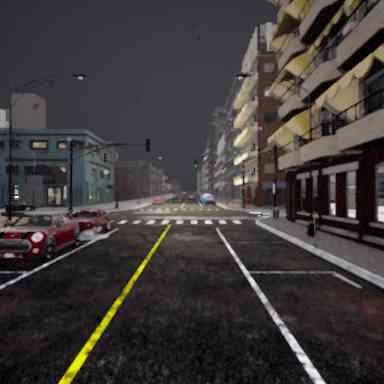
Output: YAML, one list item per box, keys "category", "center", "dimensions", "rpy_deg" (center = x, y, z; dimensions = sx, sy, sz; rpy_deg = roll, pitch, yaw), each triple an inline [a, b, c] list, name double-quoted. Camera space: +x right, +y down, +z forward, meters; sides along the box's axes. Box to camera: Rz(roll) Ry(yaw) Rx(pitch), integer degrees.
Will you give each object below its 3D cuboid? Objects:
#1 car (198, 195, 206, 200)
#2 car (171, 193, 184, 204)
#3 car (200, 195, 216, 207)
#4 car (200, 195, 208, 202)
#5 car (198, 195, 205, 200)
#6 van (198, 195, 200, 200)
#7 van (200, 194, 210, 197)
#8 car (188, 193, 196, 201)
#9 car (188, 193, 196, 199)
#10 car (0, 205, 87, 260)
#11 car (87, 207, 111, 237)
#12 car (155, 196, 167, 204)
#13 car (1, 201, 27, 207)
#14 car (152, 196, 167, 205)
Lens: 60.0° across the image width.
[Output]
- category: "car"
  center: [2.727, 1.469, 89.505]
  dimensions: [1.947, 1.339, 4.313]
  rpy_deg: [1, 0, 0]
- category: "car"
  center: [-3.003, 1.450, 64.369]
  dimensions: [1.837, 1.490, 4.892]
  rpy_deg: [0, 0, 1]
- category: "car"
  center: [2.716, 1.516, 50.440]
  dimensions: [2.008, 1.369, 4.403]
  rpy_deg: [1, 0, 0]
- category: "car"
  center: [2.724, 1.449, 78.513]
  dimensions: [1.752, 1.417, 4.829]
  rpy_deg: [1, 0, 0]
- category: "car"
  center: [2.729, 1.456, 95.086]
  dimensions: [1.947, 1.339, 4.313]
  rpy_deg: [1, 0, 0]
- category: "van"
  center: [2.724, 1.284, 67.182]
  dimensions: [1.690, 1.788, 3.998]
  rpy_deg: [1, 0, 0]
- category: "van"
  center: [2.720, 1.299, 56.019]
  dimensions: [1.690, 1.788, 3.998]
  rpy_deg: [1, 0, 0]
- category: "car"
  center: [0.023, 1.465, 80.307]
  dimensions: [1.994, 1.385, 4.181]
  rpy_deg: [0, 0, 0]
- category: "car"
  center: [0.024, 1.089, 90.319]
  dimensions: [2.097, 1.767, 4.553]
  rpy_deg: [0, 0, 0]
- category: "car"
  center: [-5.641, 1.438, 12.277]
  dimensions: [1.967, 1.590, 4.097]
  rpy_deg: [1, 0, 0]
- category: "car"
  center: [-5.641, 1.540, 17.923]
  dimensions: [1.887, 1.381, 4.507]
  rpy_deg: [1, 0, 0]
- category: "car"
  center: [-5.661, 1.496, 61.567]
  dimensions: [1.887, 1.381, 4.507]
  rpy_deg: [1, 0, 0]
- category: "car"
  center: [-19.707, 1.683, 38.240]
  dimensions: [4.403, 1.369, 2.008]
  rpy_deg: [0, -1, 1]
- category: "car"
  center: [-5.664, 1.541, 55.987]
  dimensions: [1.802, 1.307, 4.206]
  rpy_deg: [1, 0, 0]
